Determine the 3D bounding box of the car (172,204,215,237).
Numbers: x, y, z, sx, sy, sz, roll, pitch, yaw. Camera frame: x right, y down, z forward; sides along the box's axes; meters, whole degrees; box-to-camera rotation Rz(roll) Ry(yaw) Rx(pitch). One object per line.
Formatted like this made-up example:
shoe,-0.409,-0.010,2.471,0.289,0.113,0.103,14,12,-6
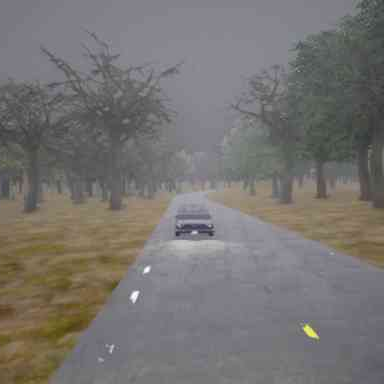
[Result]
car,0.047,1.328,16.927,2.033,1.411,5.357,0,1,-2
